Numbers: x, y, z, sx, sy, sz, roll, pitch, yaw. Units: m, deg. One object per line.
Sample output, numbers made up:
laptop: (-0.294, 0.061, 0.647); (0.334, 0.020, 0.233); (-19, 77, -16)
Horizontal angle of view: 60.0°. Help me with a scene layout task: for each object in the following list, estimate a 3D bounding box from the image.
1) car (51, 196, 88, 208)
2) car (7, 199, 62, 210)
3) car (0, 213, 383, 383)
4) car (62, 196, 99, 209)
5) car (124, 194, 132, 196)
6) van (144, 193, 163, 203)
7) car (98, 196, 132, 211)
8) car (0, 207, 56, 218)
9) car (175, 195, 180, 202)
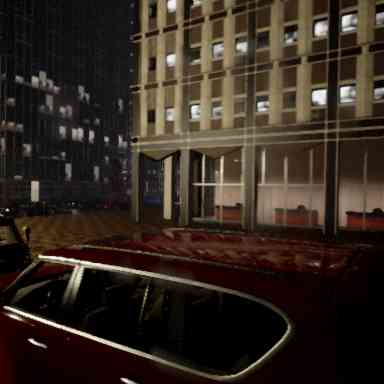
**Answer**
car: (-15.933, 1.297, 43.413); (1.947, 1.339, 4.313); (2, 1, 30)
car: (-14.296, 1.536, 29.579); (1.947, 1.339, 4.313); (2, 1, 30)
car: (-0.515, 1.315, 3.219); (5.009, 1.841, 2.192); (0, 1, 36)
car: (-13.634, 1.288, 42.216); (1.837, 1.490, 4.892); (1, 1, 30)
car: (-10.238, 1.105, 53.184); (1.967, 1.590, 4.097); (2, 1, 30)
van: (-7.389, 0.973, 58.068); (1.690, 1.788, 3.998); (2, 1, 30)
car: (-8.607, 1.485, 39.345); (1.802, 1.307, 4.206); (2, 1, 30)
car: (-5.095, 1.313, 6.486); (5.009, 1.841, 2.192); (0, 1, 36)
car: (-2.231, 1.218, 61.614); (1.994, 1.385, 4.181); (1, 1, 30)
